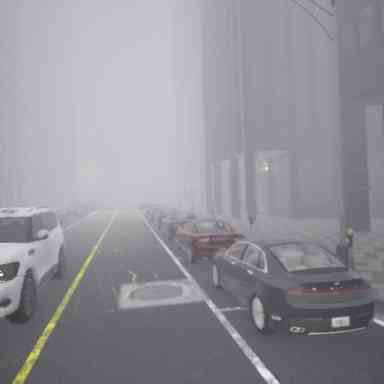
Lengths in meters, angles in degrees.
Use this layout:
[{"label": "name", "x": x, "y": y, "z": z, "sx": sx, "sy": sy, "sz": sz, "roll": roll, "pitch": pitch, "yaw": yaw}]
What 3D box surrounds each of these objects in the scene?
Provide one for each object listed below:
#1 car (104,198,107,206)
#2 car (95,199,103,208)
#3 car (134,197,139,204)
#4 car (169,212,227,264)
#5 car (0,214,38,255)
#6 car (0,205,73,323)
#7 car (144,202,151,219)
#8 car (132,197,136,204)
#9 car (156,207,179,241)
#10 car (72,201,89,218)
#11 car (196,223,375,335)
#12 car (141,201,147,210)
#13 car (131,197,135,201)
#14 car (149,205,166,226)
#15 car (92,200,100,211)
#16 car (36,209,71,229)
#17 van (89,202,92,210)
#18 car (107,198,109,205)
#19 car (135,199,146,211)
[{"label": "car", "x": -19.983, "y": 2.430, "z": 71.167, "sx": 2.192, "sy": 1.841, "sz": 5.009, "roll": -1, "pitch": -1, "yaw": -11}, {"label": "car", "x": -17.779, "y": 2.415, "z": 60.136, "sx": 1.967, "sy": 1.590, "sz": 4.097, "roll": -1, "pitch": -1, "yaw": -11}, {"label": "car", "x": -8.322, "y": 2.104, "z": 56.300, "sx": 1.967, "sy": 1.590, "sz": 4.097, "roll": -1, "pitch": -1, "yaw": -11}, {"label": "car", "x": 0.489, "y": 1.626, "z": 12.175, "sx": 1.887, "sy": 1.381, "sz": 4.507, "roll": -1, "pitch": -1, "yaw": -11}, {"label": "car", "x": -8.935, "y": 1.921, "z": 15.847, "sx": 1.752, "sy": 1.417, "sz": 4.829, "roll": -1, "pitch": -1, "yaw": -11}, {"label": "car", "x": -4.416, "y": 1.418, "z": 7.698, "sx": 2.150, "sy": 2.045, "sz": 5.566, "roll": -2, "pitch": -1, "yaw": -11}, {"label": "car", "x": -2.814, "y": 1.850, "z": 28.721, "sx": 1.887, "sy": 1.381, "sz": 4.507, "roll": -1, "pitch": -1, "yaw": -11}, {"label": "car", "x": -10.523, "y": 2.349, "z": 67.329, "sx": 1.887, "sy": 1.381, "sz": 4.507, "roll": -1, "pitch": -1, "yaw": -11}, {"label": "car", "x": -0.612, "y": 1.702, "z": 17.690, "sx": 1.887, "sy": 1.381, "sz": 4.507, "roll": -1, "pitch": -1, "yaw": -11}, {"label": "car", "x": -13.374, "y": 2.130, "z": 38.075, "sx": 1.967, "sy": 1.590, "sz": 4.097, "roll": -1, "pitch": -1, "yaw": -11}, {"label": "car", "x": 1.590, "y": 1.556, "z": 6.660, "sx": 2.008, "sy": 1.369, "sz": 4.403, "roll": -1, "pitch": -1, "yaw": -11}, {"label": "car", "x": -3.915, "y": 1.944, "z": 34.237, "sx": 1.947, "sy": 1.339, "sz": 4.313, "roll": -1, "pitch": -1, "yaw": -11}, {"label": "car", "x": -11.624, "y": 2.426, "z": 72.844, "sx": 2.008, "sy": 1.369, "sz": 4.403, "roll": -1, "pitch": -1, "yaw": -11}, {"label": "car", "x": -1.713, "y": 1.776, "z": 23.206, "sx": 1.887, "sy": 1.381, "sz": 4.507, "roll": -1, "pitch": -1, "yaw": -11}, {"label": "car", "x": -16.675, "y": 2.470, "z": 54.619, "sx": 1.947, "sy": 1.339, "sz": 4.313, "roll": -1, "pitch": -1, "yaw": -11}, {"label": "car", "x": -11.169, "y": 2.128, "z": 27.044, "sx": 1.802, "sy": 1.307, "sz": 4.206, "roll": -1, "pitch": -1, "yaw": -11}, {"label": "van", "x": -14.477, "y": 2.103, "z": 43.591, "sx": 1.690, "sy": 1.788, "sz": 3.998, "roll": -1, "pitch": -1, "yaw": -11}, {"label": "car", "x": -22.183, "y": 2.695, "z": 82.196, "sx": 1.967, "sy": 1.590, "sz": 4.097, "roll": -1, "pitch": -1, "yaw": -11}, {"label": "car", "x": -7.219, "y": 2.137, "z": 50.783, "sx": 1.887, "sy": 1.381, "sz": 4.507, "roll": -1, "pitch": -1, "yaw": -11}]
